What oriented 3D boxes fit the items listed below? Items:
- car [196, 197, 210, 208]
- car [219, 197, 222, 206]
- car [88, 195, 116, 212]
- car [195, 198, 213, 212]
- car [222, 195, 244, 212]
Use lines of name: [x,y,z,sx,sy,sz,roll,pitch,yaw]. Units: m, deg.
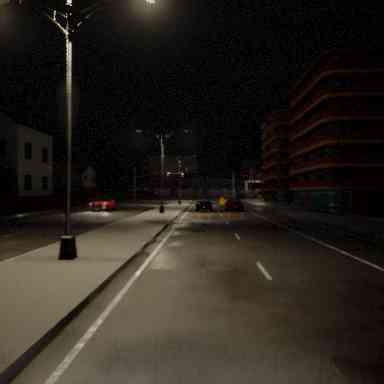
car: [1.668,1.529,49.798,1.994,1.385,4.181,0,0,2]
car: [5.358,1.454,52.787,1.882,1.535,5.008,0,0,2]
car: [-10.285,1.279,38.333,2.097,1.767,4.553,0,0,2]
car: [1.376,1.465,38.381,2.128,1.511,4.902,0,0,2]
car: [4.912,1.464,39.434,1.882,1.535,5.008,0,0,2]
